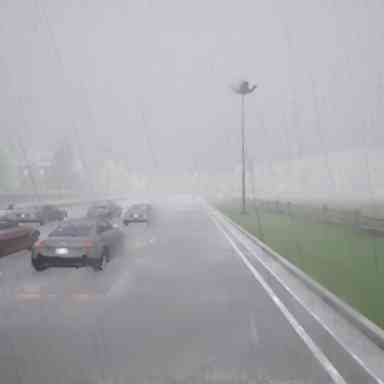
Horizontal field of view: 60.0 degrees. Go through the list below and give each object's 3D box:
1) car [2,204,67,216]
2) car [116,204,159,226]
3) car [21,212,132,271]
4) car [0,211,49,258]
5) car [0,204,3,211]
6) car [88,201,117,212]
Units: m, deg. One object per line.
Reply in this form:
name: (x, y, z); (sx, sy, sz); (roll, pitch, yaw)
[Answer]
car: (-10.452, 1.518, 23.097); (2.033, 1.411, 5.357); (0, 0, 1)
car: (-3.451, 1.518, 23.075); (2.033, 1.411, 5.357); (0, 0, 1)
car: (-3.434, 1.548, 10.833); (1.994, 1.385, 4.181); (0, 0, 0)
car: (-6.930, 1.548, 11.436); (1.994, 1.385, 4.181); (0, 0, 0)
car: (-13.933, 1.569, 25.369); (1.895, 1.301, 4.718); (0, 0, 0)
car: (-6.926, 1.458, 26.818); (2.128, 1.511, 4.902); (0, 0, 0)
